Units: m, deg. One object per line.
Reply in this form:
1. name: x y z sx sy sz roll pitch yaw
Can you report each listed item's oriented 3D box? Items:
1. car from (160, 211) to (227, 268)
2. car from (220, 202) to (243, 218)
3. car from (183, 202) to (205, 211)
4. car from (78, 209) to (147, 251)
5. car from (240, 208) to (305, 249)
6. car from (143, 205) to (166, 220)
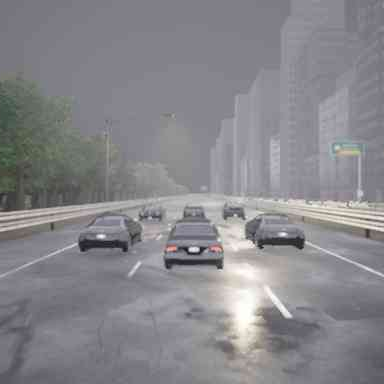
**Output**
1. car: 0.084 1.619 11.516 2.033 1.411 5.357 0 0 1
2. car: 3.681 1.707 30.330 1.837 1.490 4.892 0 0 1
3. car: 0.179 1.691 30.201 2.128 1.511 4.902 0 0 1
4. car: -3.382 1.653 14.478 1.994 1.385 4.181 0 -1 1
5. car: 3.623 1.661 15.180 1.994 1.385 4.181 0 0 1
6. car: -3.336 1.790 28.812 1.895 1.301 4.718 0 0 1
